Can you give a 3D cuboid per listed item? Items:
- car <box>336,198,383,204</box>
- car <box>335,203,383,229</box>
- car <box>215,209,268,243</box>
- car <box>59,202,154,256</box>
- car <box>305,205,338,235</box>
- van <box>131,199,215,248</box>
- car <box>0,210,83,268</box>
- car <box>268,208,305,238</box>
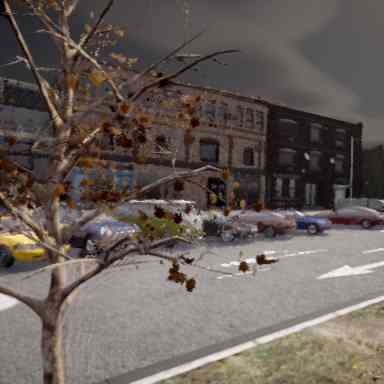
[{"bbox_3d":[13.539,1.481,25.000,5.566,2.045,2.435,-1,-2,37],"label":"car"},{"bbox_3d":[10.974,1.742,23.365,4.674,1.452,2.002,-1,-1,37],"label":"car"},{"bbox_3d":[0.916,1.583,16.676,4.892,1.521,2.231,-1,-2,35],"label":"car"},{"bbox_3d":[-4.072,1.396,13.252,4.553,1.767,2.185,-1,-1,35],"label":"car"},{"bbox_3d":[5.927,1.682,20.052,4.674,1.452,2.002,-1,-2,36],"label":"car"},{"bbox_3d":[-1.472,1.325,14.897,4.442,1.987,1.878,-1,-1,35],"label":"van"},{"bbox_3d":[-6.360,1.486,11.384,5.366,1.575,1.946,-1,-1,34],"label":"car"},{"bbox_3d":[3.419,1.652,18.361,4.674,1.452,2.002,-1,-1,36],"label":"car"}]
